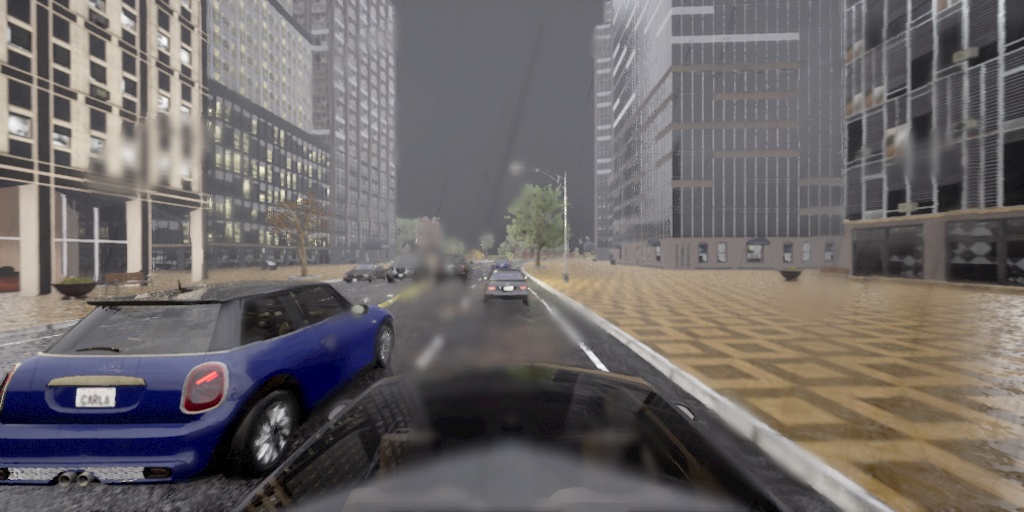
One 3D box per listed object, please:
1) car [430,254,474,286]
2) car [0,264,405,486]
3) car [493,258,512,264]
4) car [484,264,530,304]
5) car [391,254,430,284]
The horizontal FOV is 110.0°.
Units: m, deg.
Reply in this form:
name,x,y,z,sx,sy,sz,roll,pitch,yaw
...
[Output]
name,x,y,z,sx,sy,sz,roll,pitch,yaw
car,-3.929,0.899,24.832,2.150,2.045,5.566,0,0,-3
car,-3.217,1.100,4.885,2.097,1.767,4.553,0,0,0
car,-1.071,0.969,40.048,2.097,1.767,4.553,0,0,-1
car,-0.260,1.246,15.863,2.033,1.411,5.357,0,0,-2
car,-7.412,0.904,26.279,2.150,2.045,5.566,0,0,-2
